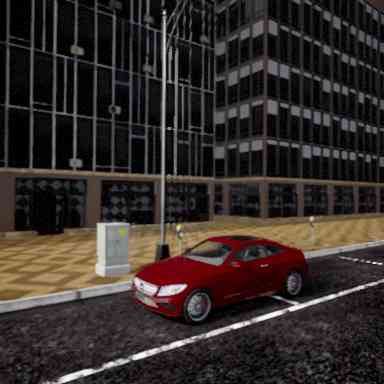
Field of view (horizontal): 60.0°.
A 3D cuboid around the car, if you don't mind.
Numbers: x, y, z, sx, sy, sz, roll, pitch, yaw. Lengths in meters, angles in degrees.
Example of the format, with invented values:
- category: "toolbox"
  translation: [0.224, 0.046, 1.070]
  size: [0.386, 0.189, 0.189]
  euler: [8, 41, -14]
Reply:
- category: "car"
  translation: [0.796, 1.615, 7.126]
  size: [4.206, 1.307, 1.802]
  euler: [0, 0, -36]
